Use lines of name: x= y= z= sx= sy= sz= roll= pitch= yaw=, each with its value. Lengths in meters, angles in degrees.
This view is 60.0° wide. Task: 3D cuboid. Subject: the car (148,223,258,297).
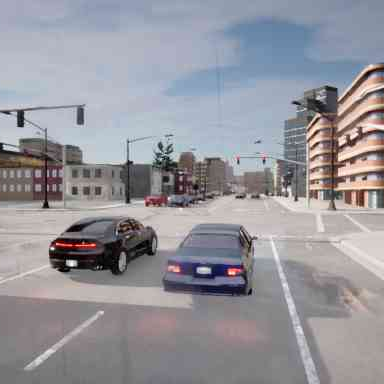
car: x=0.707 y=1.547 z=8.818 sx=2.033 sy=1.411 sz=5.357 roll=0 pitch=0 yaw=11

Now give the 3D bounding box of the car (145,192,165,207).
car: x=-5.157 y=1.080 z=49.222 sx=2.150 sy=2.045 sz=5.566 roll=0 pitch=1 yaw=11

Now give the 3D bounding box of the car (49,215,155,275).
car: x=-2.510 y=1.505 z=10.562 sx=1.837 sy=1.490 sz=4.892 roll=0 pitch=0 yaw=11

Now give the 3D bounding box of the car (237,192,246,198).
car: x=12.937 y=0.753 z=86.337 sx=1.994 sy=1.385 sz=4.181 roll=0 pitch=1 yaw=11

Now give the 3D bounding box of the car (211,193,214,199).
car: x=3.804 y=0.862 z=76.148 sx=1.882 sy=1.535 sz=5.008 roll=0 pitch=1 yaw=11

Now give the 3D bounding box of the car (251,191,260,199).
car: x=14.338 y=0.881 z=75.302 sx=2.128 sy=1.511 sz=4.902 roll=0 pitch=1 yaw=11

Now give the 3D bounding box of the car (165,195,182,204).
car: x=-3.255 y=1.238 z=58.780 sx=1.812 sy=1.442 sz=4.674 roll=0 pitch=1 yaw=12

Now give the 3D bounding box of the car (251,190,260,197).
car: x=16.341 y=0.464 z=85.506 sx=2.097 sy=1.767 sz=4.553 roll=0 pitch=1 yaw=11

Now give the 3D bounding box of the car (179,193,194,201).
car: x=-1.135 y=1.073 z=69.154 sx=2.033 sy=1.411 sz=5.357 roll=0 pitch=1 yaw=11

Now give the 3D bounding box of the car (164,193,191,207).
car: x=-1.949 y=1.223 z=47.347 sx=2.097 sy=1.767 sz=4.553 roll=0 pitch=1 yaw=11

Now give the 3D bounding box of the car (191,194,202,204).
car: x=-0.190 y=1.235 z=56.257 sx=2.128 sy=1.511 sz=4.902 roll=0 pitch=1 yaw=11

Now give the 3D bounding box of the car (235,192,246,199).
car: x=11.006 y=0.952 z=76.488 sx=1.895 sy=1.301 sz=4.718 roll=0 pitch=1 yaw=11

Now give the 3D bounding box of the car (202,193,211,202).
car: x=1.763 y=1.119 z=65.907 sx=2.033 sy=1.411 sz=5.357 roll=0 pitch=1 yaw=12
